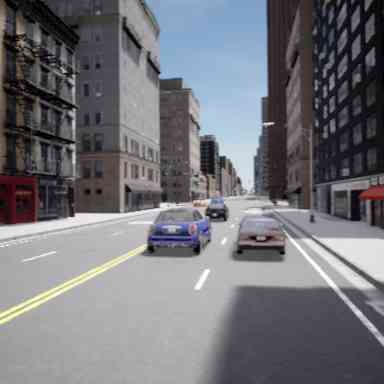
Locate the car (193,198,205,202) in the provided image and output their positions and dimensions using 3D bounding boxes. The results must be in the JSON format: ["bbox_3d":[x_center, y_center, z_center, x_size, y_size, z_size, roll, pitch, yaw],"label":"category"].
[{"bbox_3d":[1.460,1.875,62.477,2.097,1.767,4.553,-1,0,10],"label":"car"}]

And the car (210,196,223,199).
[{"bbox_3d":[4.659,1.697,61.912,2.150,2.045,5.566,-1,-1,10],"label":"car"}]

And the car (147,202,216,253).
[{"bbox_3d":[-0.385,1.479,14.500,2.097,1.767,4.553,-1,-1,10],"label":"car"}]

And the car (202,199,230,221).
[{"bbox_3d":[2.288,1.712,29.660,1.882,1.535,5.008,-1,0,10],"label":"car"}]

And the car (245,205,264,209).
[{"bbox_3d":[5.423,1.799,28.737,1.895,1.301,4.718,-1,0,10],"label":"car"}]

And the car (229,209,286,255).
[{"bbox_3d":[2.801,1.641,13.852,2.033,1.411,5.357,-1,0,10],"label":"car"}]
